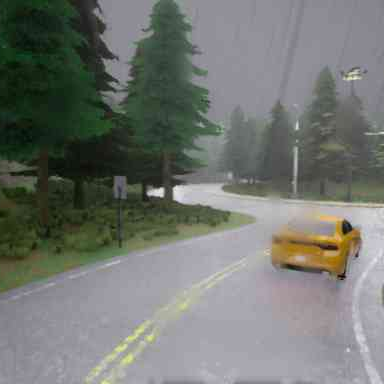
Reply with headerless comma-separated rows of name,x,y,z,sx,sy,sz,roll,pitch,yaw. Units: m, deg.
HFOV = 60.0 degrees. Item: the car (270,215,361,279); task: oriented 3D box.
car,4.006,1.441,10.314,1.882,1.535,5.008,2,2,32
